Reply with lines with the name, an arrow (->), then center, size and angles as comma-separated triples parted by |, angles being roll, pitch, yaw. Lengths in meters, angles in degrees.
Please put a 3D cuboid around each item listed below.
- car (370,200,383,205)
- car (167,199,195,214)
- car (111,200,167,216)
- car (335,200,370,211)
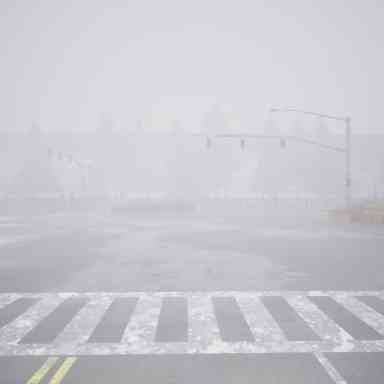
car -> 20.044, 1.564, 32.178 | 4.181, 1.385, 1.994 | 0, 0, -2
car -> -2.179, 1.477, 35.002 | 5.008, 1.535, 1.882 | 0, 0, -2
car -> -5.121, 1.477, 31.410 | 5.008, 1.535, 1.882 | 0, 0, -2
car -> 18.282, 1.547, 35.627 | 5.357, 1.411, 2.033 | 0, 0, -2
